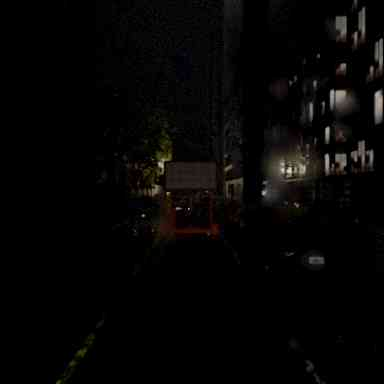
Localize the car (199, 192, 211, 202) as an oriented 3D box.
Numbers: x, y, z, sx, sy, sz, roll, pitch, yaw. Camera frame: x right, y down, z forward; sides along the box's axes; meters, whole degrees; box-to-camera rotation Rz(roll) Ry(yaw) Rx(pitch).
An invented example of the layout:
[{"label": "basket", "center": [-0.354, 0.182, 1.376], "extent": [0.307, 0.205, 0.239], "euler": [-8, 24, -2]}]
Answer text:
[{"label": "car", "center": [2.479, 1.032, 54.650], "extent": [1.802, 1.307, 4.206], "euler": [0, 1, 0]}]

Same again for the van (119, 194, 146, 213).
[{"label": "van", "center": [-5.811, 1.037, 31.900], "extent": [1.690, 1.788, 3.998], "euler": [0, 1, 0]}]

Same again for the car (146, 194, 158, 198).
[{"label": "car", "center": [-5.857, 1.158, 43.268], "extent": [1.802, 1.307, 4.206], "euler": [0, 1, 0]}]

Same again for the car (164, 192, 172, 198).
[{"label": "car", "center": [-6.012, 0.646, 82.874], "extent": [1.752, 1.417, 4.829], "euler": [0, 1, 0]}]

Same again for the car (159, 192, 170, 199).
[{"label": "car", "center": [-5.969, 0.807, 71.680], "extent": [2.008, 1.369, 4.403], "euler": [0, 1, 0]}]

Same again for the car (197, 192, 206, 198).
[{"label": "car", "center": [2.368, 0.683, 83.053], "extent": [1.947, 1.339, 4.313], "euler": [0, 1, 0]}]

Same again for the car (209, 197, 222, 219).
[{"label": "car", "center": [2.591, 1.276, 26.414], "extent": [1.752, 1.417, 4.829], "euler": [0, 1, 0]}]

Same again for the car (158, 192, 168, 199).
[{"label": "car", "center": [-5.923, 0.933, 60.314], "extent": [1.887, 1.381, 4.507], "euler": [0, 1, 0]}]

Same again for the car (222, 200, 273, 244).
[{"label": "car", "center": [2.636, 1.303, 14.878], "extent": [1.967, 1.590, 4.097], "euler": [0, 1, 0]}]

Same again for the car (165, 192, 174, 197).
[{"label": "car", "center": [-6.035, 0.600, 88.727], "extent": [2.008, 1.369, 4.403], "euler": [0, 1, 0]}]

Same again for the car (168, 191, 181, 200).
[{"label": "car", "center": [-3.279, 0.687, 64.948], "extent": [2.097, 1.767, 4.553], "euler": [0, 1, 0]}]

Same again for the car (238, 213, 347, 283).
[{"label": "car", "center": [2.658, 1.482, 9.198], "extent": [1.947, 1.339, 4.313], "euler": [0, 1, 0]}]

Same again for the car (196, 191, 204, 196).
[{"label": "car", "center": [2.323, 0.527, 94.416], "extent": [2.008, 1.369, 4.403], "euler": [0, 1, 0]}]

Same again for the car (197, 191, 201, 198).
[{"label": "car", "center": [2.412, 0.799, 71.692], "extent": [1.887, 1.381, 4.507], "euler": [0, 1, 0]}]

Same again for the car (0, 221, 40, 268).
[{"label": "car", "center": [-5.723, 1.500, 9.169], "extent": [1.802, 1.307, 4.206], "euler": [0, 1, 0]}]

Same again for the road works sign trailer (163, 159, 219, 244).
[{"label": "road works sign trailer", "center": [-0.042, 0.327, 14.916], "extent": [2.380, 3.560, 2.880], "euler": [0, 1, 0]}]

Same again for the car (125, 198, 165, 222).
[{"label": "car", "center": [-3.192, 1.342, 23.796], "extent": [1.994, 1.385, 4.181], "euler": [0, 1, 0]}]
